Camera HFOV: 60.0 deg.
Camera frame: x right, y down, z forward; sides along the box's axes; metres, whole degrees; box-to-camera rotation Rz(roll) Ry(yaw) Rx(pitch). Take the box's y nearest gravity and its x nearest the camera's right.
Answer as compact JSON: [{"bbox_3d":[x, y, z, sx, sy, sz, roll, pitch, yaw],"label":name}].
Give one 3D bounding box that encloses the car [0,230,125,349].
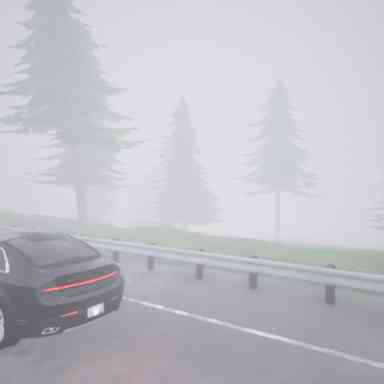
[{"bbox_3d":[-3.427,1.477,6.218,4.892,1.490,1.837,0,0,34],"label":"car"}]
